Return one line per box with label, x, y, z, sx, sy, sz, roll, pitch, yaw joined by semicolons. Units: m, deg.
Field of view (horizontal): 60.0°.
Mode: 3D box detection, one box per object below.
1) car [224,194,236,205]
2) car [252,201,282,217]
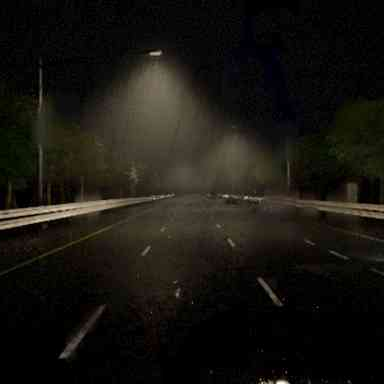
car;6.996;1.594;61.200;1.994;1.385;4.181;0;0;0
car;6.995;1.556;31.371;2.033;1.411;5.357;0;0;0
